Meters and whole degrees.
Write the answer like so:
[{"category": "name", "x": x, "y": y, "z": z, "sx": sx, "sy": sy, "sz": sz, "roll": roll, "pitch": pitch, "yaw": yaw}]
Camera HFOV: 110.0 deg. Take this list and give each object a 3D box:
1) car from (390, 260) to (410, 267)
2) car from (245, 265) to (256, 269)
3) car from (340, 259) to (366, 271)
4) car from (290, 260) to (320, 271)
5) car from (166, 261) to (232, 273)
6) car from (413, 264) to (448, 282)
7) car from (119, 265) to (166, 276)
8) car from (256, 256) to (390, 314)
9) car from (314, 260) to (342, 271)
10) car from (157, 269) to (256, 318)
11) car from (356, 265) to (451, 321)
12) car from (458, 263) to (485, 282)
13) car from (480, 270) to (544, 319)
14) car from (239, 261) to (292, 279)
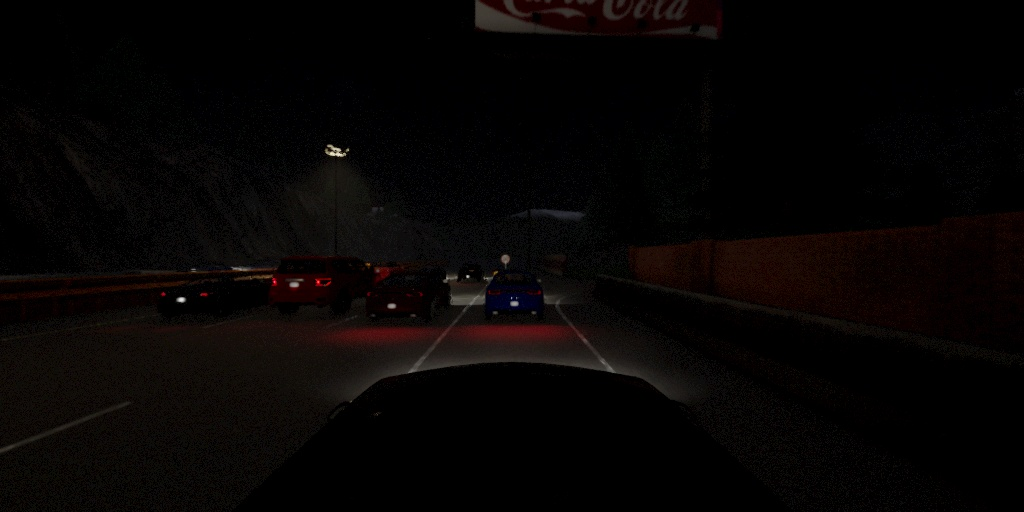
[{"category": "car", "x": -10.443, "y": 1.206, "z": 30.012, "sx": 2.097, "sy": 1.767, "sz": 4.553, "roll": 0, "pitch": 0, "yaw": 0}, {"category": "car", "x": -21.101, "y": 1.408, "z": 31.537, "sx": 2.033, "sy": 1.411, "sz": 5.357, "roll": 0, "pitch": 0, "yaw": 1}, {"category": "car", "x": -24.735, "y": 1.303, "z": 56.051, "sx": 2.097, "sy": 1.767, "sz": 4.553, "roll": 0, "pitch": 0, "yaw": 0}, {"category": "car", "x": -31.698, "y": 1.449, "z": 55.036, "sx": 1.837, "sy": 1.490, "sz": 4.892, "roll": 0, "pitch": 0, "yaw": 0}, {"category": "car", "x": -28.130, "y": 1.217, "z": 32.778, "sx": 2.097, "sy": 1.767, "sz": 4.553, "roll": 0, "pitch": 0, "yaw": 0}, {"category": "car", "x": -6.943, "y": 1.422, "z": 30.958, "sx": 1.994, "sy": 1.385, "sz": 4.181, "roll": 0, "pitch": 0, "yaw": 0}, {"category": "car", "x": -31.591, "y": 1.463, "z": 31.880, "sx": 1.895, "sy": 1.301, "sz": 4.718, "roll": 0, "pitch": 0, "yaw": 0}, {"category": "car", "x": -6.917, "y": 1.018, "z": 14.080, "sx": 2.150, "sy": 2.045, "sz": 5.566, "roll": 0, "pitch": 0, "yaw": 0}, {"category": "car", "x": -28.207, "y": 1.451, "z": 55.245, "sx": 1.837, "sy": 1.490, "sz": 4.892, "roll": 0, "pitch": 0, "yaw": 0}, {"category": "car", "x": -10.420, "y": 1.357, "z": 13.305, "sx": 1.994, "sy": 1.385, "sz": 4.181, "roll": 0, "pitch": 0, "yaw": 0}, {"category": "car", "x": -3.421, "y": 1.268, "z": 12.690, "sx": 1.882, "sy": 1.535, "sz": 5.008, "roll": 0, "pitch": 0, "yaw": 0}, {"category": "car", "x": -3.442, "y": 1.360, "z": 30.399, "sx": 1.837, "sy": 1.490, "sz": 4.892, "roll": 0, "pitch": 0, "yaw": 0}, {"category": "car", "x": 0.079, "y": 1.269, "z": 13.046, "sx": 1.882, "sy": 1.535, "sz": 5.008, "roll": 0, "pitch": 0, "yaw": 0}, {"category": "car", "x": -24.627, "y": 1.355, "z": 36.057, "sx": 1.882, "sy": 1.535, "sz": 5.008, "roll": 0, "pitch": 0, "yaw": 0}]
